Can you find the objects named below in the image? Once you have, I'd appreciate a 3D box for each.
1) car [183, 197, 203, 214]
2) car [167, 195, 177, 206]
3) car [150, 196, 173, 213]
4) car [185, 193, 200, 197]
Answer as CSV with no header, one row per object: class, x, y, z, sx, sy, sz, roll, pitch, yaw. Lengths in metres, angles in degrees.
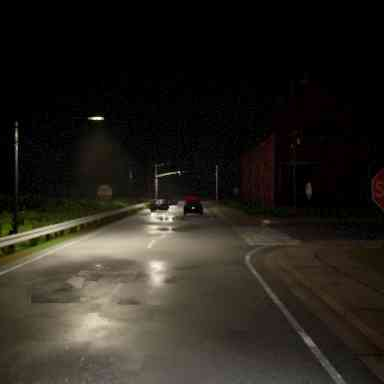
car,0.108,1.538,35.135,1.994,1.385,4.181,0,0,0
car,-3.551,1.311,53.310,2.097,1.767,4.553,0,0,0
car,-3.582,1.519,37.617,2.033,1.411,5.357,0,0,0
car,0.115,1.181,53.625,2.150,2.045,5.566,0,0,0
